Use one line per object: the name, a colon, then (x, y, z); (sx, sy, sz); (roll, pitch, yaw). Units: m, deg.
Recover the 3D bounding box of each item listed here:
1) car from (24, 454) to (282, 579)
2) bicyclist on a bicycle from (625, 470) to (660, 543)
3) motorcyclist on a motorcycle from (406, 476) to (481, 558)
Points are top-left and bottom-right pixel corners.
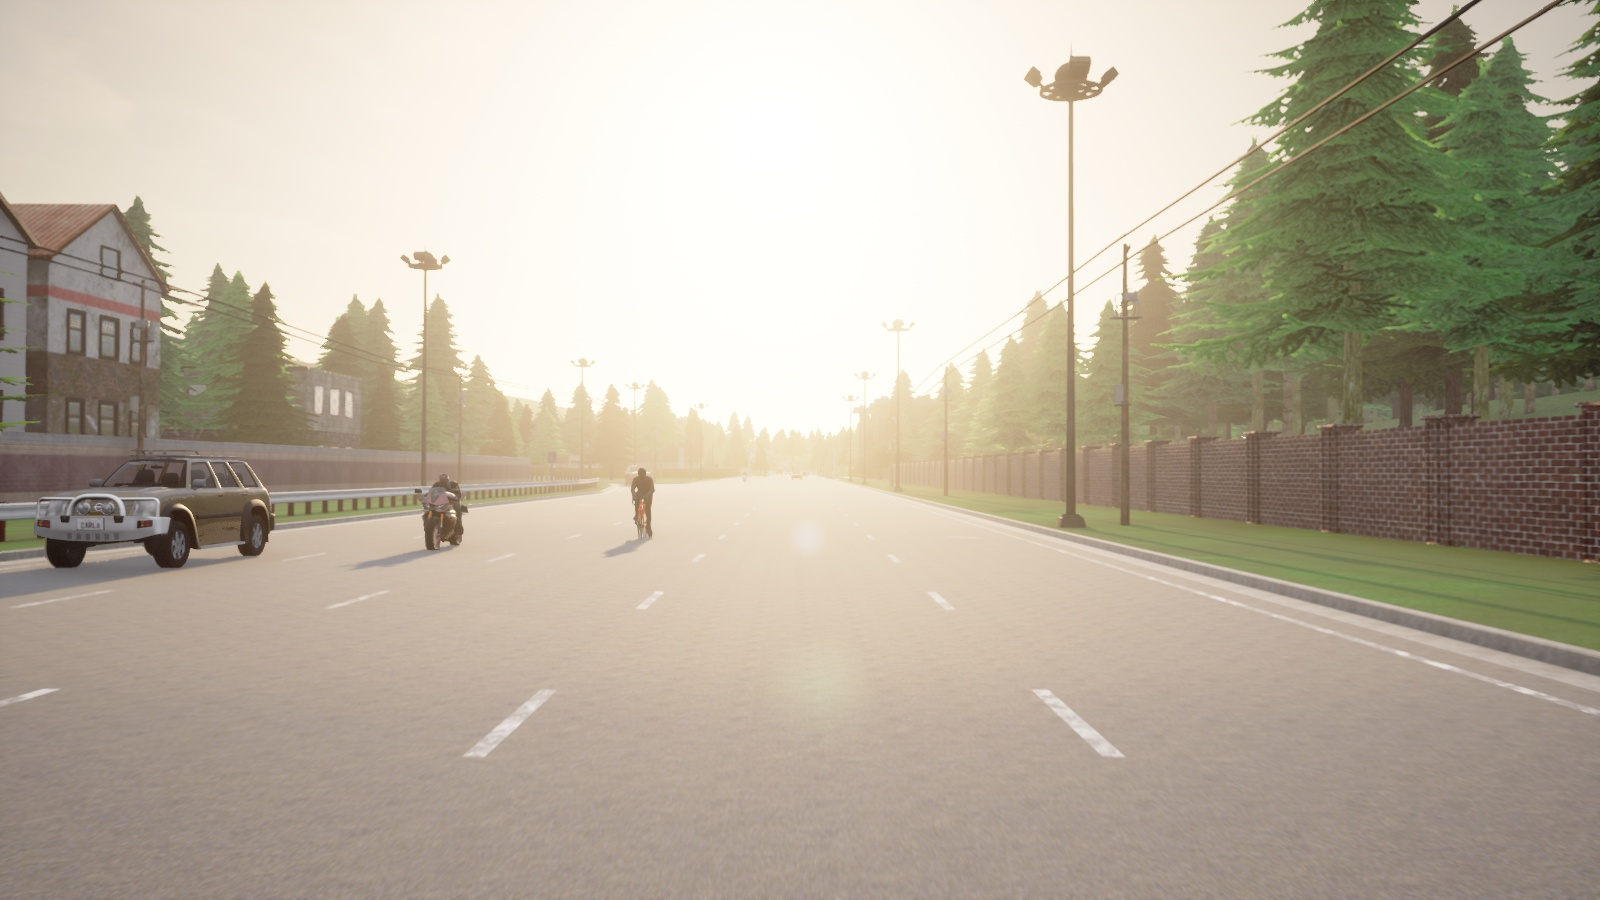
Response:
car: (-10.551, 1.024, 20.939); (1.932, 1.855, 4.605); (0, -1, 0)
bicyclist on a bicycle: (-3.569, 1.260, 28.570); (0.582, 1.620, 1.656); (0, -1, 0)
motorcyclist on a motorcycle: (-7.060, 1.296, 24.986); (0.866, 1.530, 2.191); (0, -1, 0)
